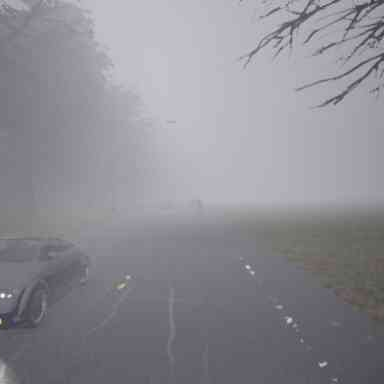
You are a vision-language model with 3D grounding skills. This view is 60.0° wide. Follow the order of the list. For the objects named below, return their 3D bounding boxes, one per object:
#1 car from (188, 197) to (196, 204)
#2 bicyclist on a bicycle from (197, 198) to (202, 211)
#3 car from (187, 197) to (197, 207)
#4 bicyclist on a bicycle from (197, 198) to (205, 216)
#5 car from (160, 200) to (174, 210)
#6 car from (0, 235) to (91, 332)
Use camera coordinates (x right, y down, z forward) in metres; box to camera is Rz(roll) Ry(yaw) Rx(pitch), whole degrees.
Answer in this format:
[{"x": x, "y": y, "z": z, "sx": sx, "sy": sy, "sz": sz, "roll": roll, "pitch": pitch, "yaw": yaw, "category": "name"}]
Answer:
[{"x": -0.001, "y": 1.959, "z": 75.048, "sx": 1.812, "sy": 1.442, "sz": 4.674, "roll": 0, "pitch": 0, "yaw": 0, "category": "car"}, {"x": 0.961, "y": 1.703, "z": 45.489, "sx": 0.659, "sy": 1.776, "sz": 1.843, "roll": 0, "pitch": 0, "yaw": 0, "category": "bicyclist on a bicycle"}, {"x": 0.041, "y": 1.930, "z": 57.880, "sx": 2.033, "sy": 1.411, "sz": 5.357, "roll": 0, "pitch": 0, "yaw": 1, "category": "car"}, {"x": 0.968, "y": 1.713, "z": 34.937, "sx": 0.866, "sy": 1.612, "sz": 1.509, "roll": 0, "pitch": -1, "yaw": 0, "category": "bicyclist on a bicycle"}, {"x": -3.586, "y": 1.893, "z": 48.398, "sx": 2.033, "sy": 1.411, "sz": 5.357, "roll": 0, "pitch": 0, "yaw": 0, "category": "car"}, {"x": -3.600, "y": 1.634, "z": 6.932, "sx": 1.994, "sy": 1.385, "sz": 4.181, "roll": 0, "pitch": 0, "yaw": 0, "category": "car"}]
